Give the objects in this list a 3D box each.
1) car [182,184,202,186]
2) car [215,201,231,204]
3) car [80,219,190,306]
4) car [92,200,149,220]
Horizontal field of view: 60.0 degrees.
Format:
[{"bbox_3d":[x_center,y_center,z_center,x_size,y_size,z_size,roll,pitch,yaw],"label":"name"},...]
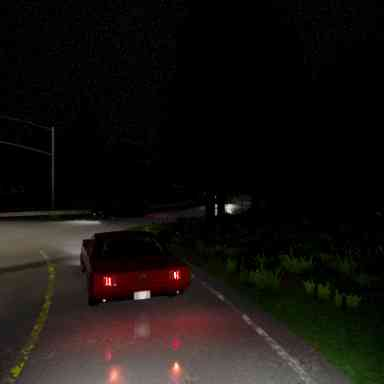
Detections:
[{"bbox_3d":[-0.133,-1.241,59.003,2.150,2.045,5.566,0,4,-25],"label":"car"},{"bbox_3d":[3.717,0.496,41.143,2.097,1.767,4.553,-1,4,8],"label":"car"},{"bbox_3d":[-1.688,1.601,8.167,1.895,1.301,4.718,0,0,-21],"label":"car"},{"bbox_3d":[-5.786,1.460,27.218,1.837,1.490,4.892,0,1,45],"label":"car"}]
